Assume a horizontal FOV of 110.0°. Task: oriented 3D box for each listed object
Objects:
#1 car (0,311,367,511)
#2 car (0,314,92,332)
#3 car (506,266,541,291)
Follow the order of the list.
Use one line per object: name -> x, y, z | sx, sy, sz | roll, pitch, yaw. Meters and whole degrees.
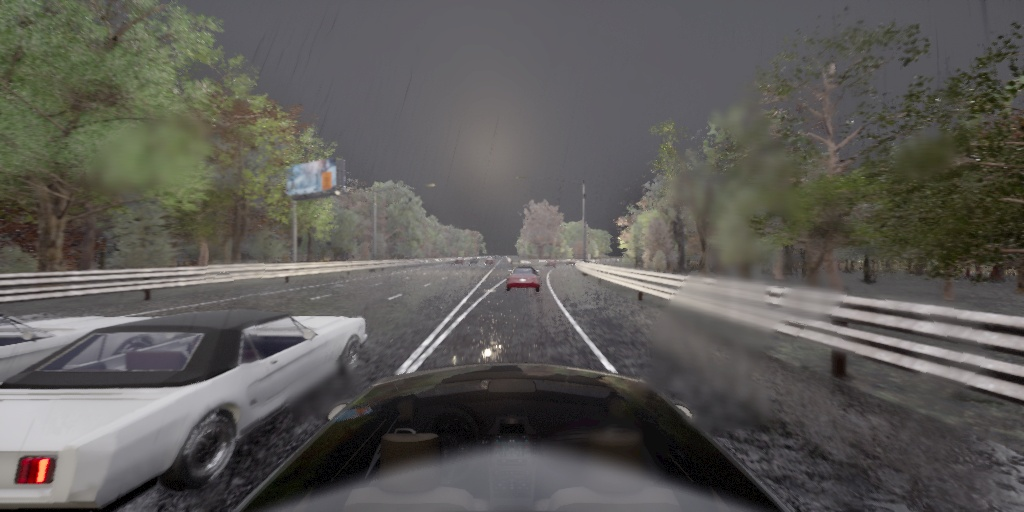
car -> -3.536, 1.338, 4.457 | 1.895, 1.301, 4.718 | 0, 0, -1
car -> -7.034, 1.324, 4.343 | 1.895, 1.301, 4.718 | 0, 0, -1
car -> 0.746, 1.318, 22.019 | 1.994, 1.385, 4.181 | 0, 0, 4
